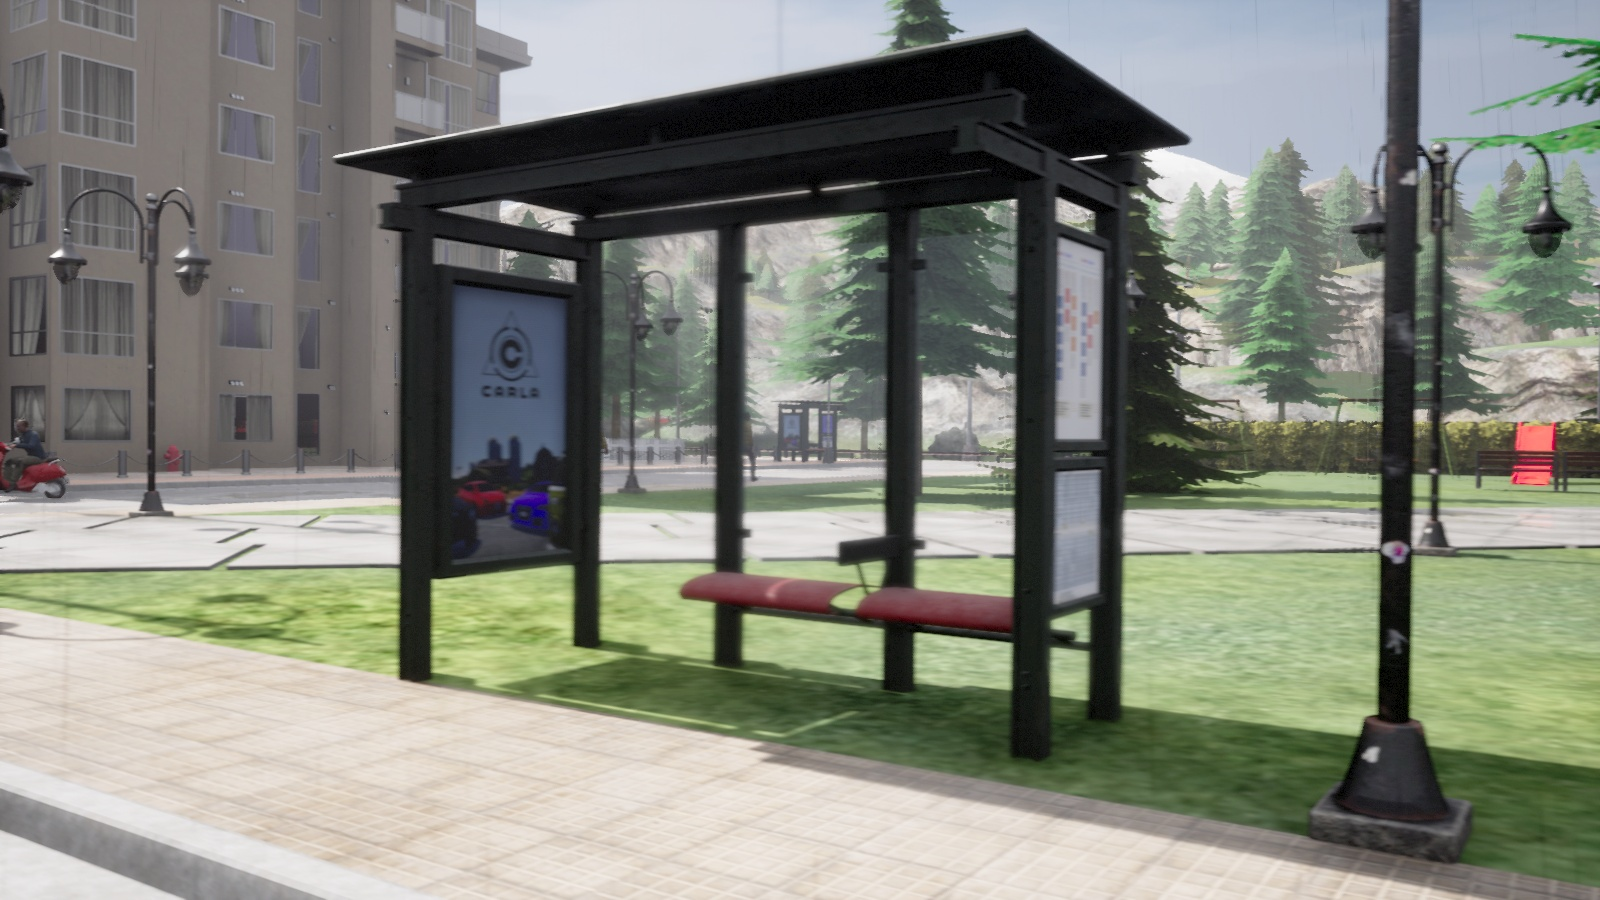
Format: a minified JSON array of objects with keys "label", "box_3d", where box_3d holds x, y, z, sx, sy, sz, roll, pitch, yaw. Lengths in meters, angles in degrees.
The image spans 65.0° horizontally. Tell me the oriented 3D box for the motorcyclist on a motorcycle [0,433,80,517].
[{"label":"motorcyclist on a motorcycle","box_3d":[-15.229,0.473,24.504,0.866,1.590,1.817,0,1,34]}]
